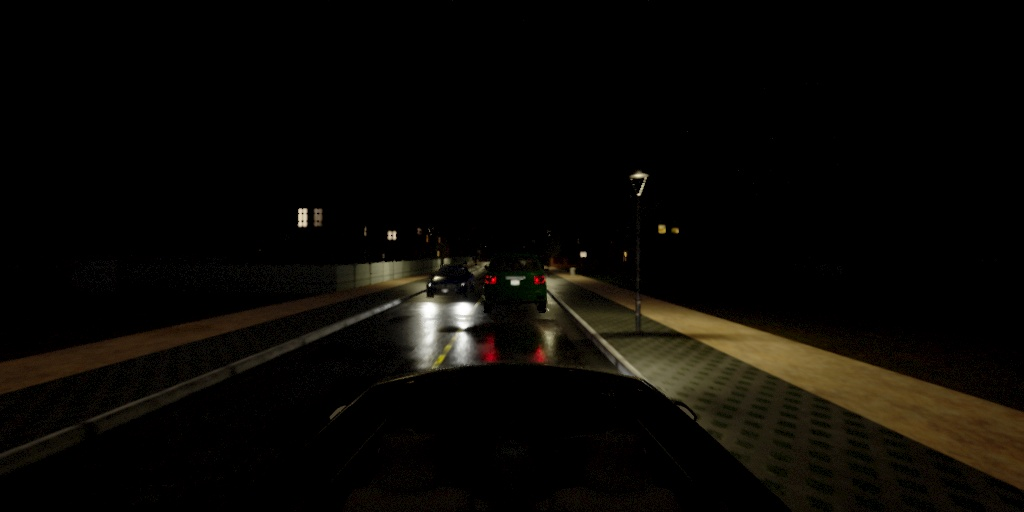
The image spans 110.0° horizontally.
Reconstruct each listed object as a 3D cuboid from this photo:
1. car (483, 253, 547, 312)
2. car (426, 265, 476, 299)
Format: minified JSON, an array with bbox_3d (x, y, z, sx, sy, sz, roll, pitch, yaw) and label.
[{"bbox_3d":[0.103,0.916,13.965,2.150,2.045,5.566,0,0,0],"label":"car"},{"bbox_3d":[-2.838,1.203,17.543,1.812,1.442,4.674,0,0,0],"label":"car"}]
